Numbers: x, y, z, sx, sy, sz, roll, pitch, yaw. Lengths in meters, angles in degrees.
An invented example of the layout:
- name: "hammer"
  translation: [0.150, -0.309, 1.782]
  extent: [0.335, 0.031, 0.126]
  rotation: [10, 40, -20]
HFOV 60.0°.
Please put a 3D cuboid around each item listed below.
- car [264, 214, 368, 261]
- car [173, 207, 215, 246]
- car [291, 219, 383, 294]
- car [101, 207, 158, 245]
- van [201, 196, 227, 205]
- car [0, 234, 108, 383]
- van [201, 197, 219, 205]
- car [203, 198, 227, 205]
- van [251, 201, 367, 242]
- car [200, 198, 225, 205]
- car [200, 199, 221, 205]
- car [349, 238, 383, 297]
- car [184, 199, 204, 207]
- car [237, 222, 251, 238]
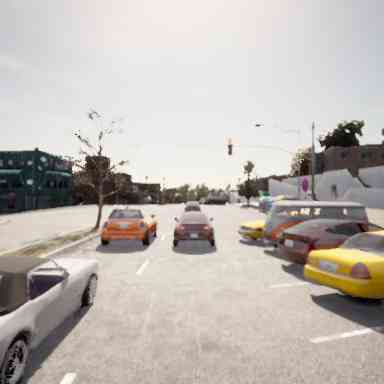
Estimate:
- name: "car"
  translation: [5.087, 1.608, 10.710]
  extent: [4.792, 1.488, 2.163]
  rotation: [1, -1, -20]
- name: "car"
  translation: [0.091, 1.659, 15.974]
  extent: [1.812, 1.442, 4.674]
  rotation: [0, -1, 0]
- name: "car"
  translation: [5.238, 1.552, 7.781]
  extent: [5.366, 1.575, 1.946]
  rotation: [1, -1, -20]
- name: "car"
  translation: [-2.913, 1.488, 16.334]
  extent: [2.097, 1.767, 4.553]
  rotation: [0, 0, 0]
- name: "van"
  translation: [4.906, 1.797, 68.906]
  extent: [4.442, 1.987, 1.878]
  rotation: [1, -2, -20]
- name: "car"
  translation: [-2.904, 1.641, 5.148]
  extent: [1.895, 1.301, 4.718]
  rotation: [0, 0, 0]
- name: "van"
  translation: [4.889, 2.468, 89.743]
  extent: [4.442, 1.987, 1.878]
  rotation: [1, -2, -20]
- name: "car"
  translation: [5.005, 2.161, 71.920]
  extent: [4.674, 1.452, 2.002]
  rotation: [1, -2, -20]
- name: "van"
  translation: [4.953, 1.376, 13.639]
  extent: [4.442, 1.987, 1.878]
  rotation: [1, 0, -20]
- name: "car"
  translation: [4.831, 2.305, 77.806]
  extent: [5.366, 1.575, 1.946]
  rotation: [1, -2, -20]
- name: "car"
  translation: [5.164, 2.794, 92.824]
  extent: [5.366, 1.575, 1.946]
  rotation: [1, -2, -20]
- name: "car"
  translation: [5.060, 1.529, 4.733]
  extent: [4.892, 1.521, 2.231]
  rotation: [1, -1, -20]
- name: "car"
  translation: [0.066, 1.822, 38.114]
  extent: [1.812, 1.442, 4.674]
  rotation: [0, -1, 0]
- name: "car"
  translation: [4.884, 1.624, 16.595]
  extent: [5.366, 1.575, 1.946]
  rotation: [1, 0, -20]
